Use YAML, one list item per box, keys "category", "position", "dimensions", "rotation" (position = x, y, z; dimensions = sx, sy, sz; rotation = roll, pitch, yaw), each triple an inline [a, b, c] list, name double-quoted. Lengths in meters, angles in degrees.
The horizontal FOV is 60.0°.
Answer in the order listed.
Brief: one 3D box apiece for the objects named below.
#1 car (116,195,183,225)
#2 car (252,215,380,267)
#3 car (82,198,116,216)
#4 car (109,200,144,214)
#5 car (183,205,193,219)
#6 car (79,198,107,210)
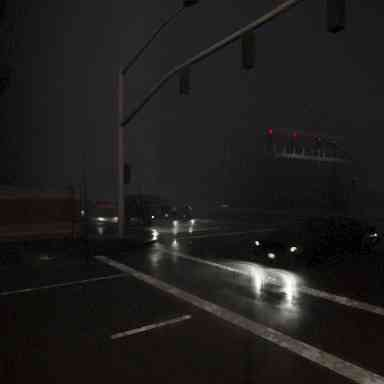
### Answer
- category: "car"
  position: [-3.316, 1.222, 24.563]
  dimensions: [2.150, 2.045, 5.566]
  rotation: [0, 0, -36]
- category: "car"
  position: [4.552, 1.547, 11.680]
  dimensions: [5.357, 1.411, 2.033]
  rotation: [0, 0, -36]
- category: "car"
  position: [-9.078, 1.478, 32.588]
  dimensions: [1.882, 1.535, 5.008]
  rotation: [0, 0, -36]
- category: "car"
  position: [-7.144, 1.601, 35.894]
  dimensions: [1.895, 1.301, 4.718]
  rotation: [0, 0, -36]
- category: "car"
  position: [-1.901, 1.352, 28.595]
  dimensions: [2.097, 1.767, 4.553]
  rotation: [0, 0, -36]
- category: "car"
  position: [-13.348, 1.547, 44.545]
  dimensions: [2.033, 1.411, 5.357]
  rotation: [0, 0, -36]
